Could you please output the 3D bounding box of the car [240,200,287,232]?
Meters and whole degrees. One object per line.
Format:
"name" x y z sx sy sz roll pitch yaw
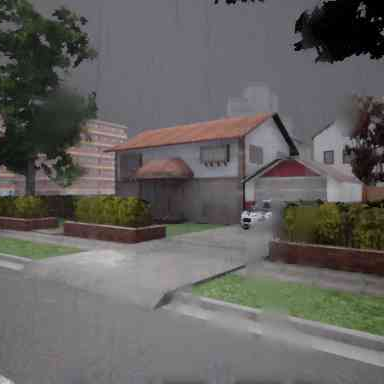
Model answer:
"car" 4.085 1.168 17.390 1.970 1.475 3.806 0 0 36
